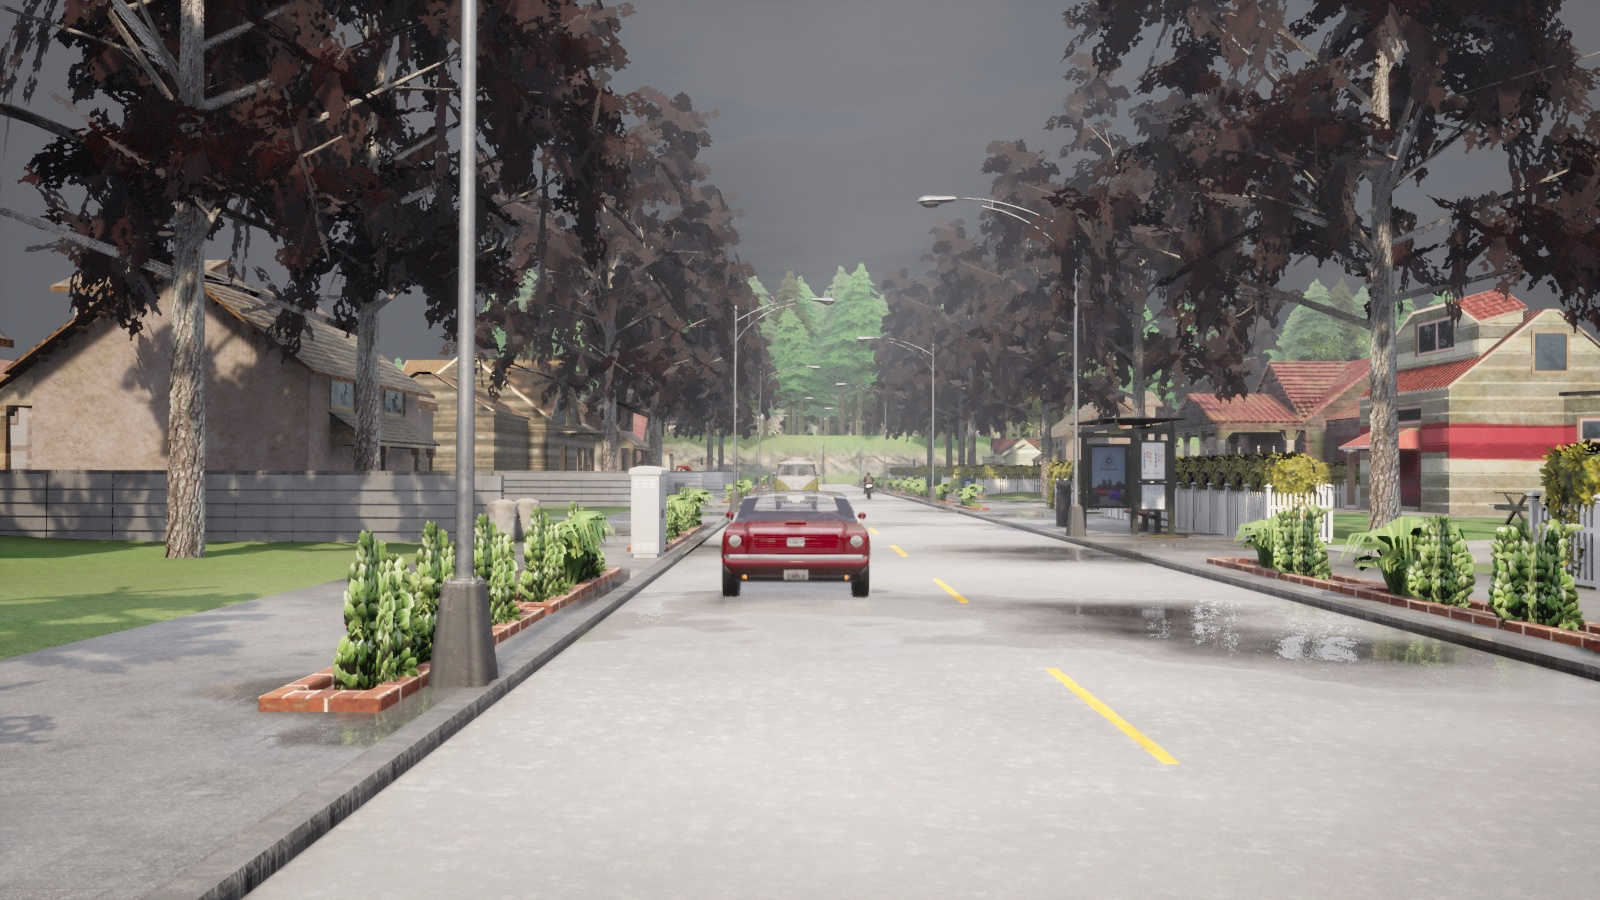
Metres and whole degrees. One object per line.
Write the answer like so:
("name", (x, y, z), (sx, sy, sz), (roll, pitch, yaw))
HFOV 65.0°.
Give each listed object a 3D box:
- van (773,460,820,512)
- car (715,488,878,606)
("van", (-0.138, 1.416, 50.656), (1.775, 1.987, 4.442), (0, -1, 0))
("car", (-0.046, 1.200, 16.973), (1.895, 1.301, 4.718), (0, -1, 0))
